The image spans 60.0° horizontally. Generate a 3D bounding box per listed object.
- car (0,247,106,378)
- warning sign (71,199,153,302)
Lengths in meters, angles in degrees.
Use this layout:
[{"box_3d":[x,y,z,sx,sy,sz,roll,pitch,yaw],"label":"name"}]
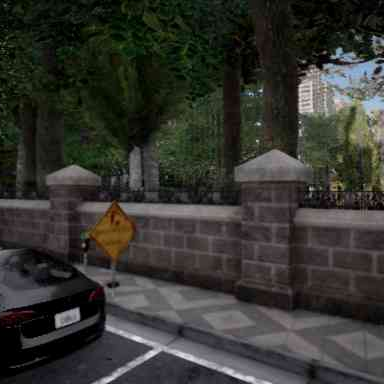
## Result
[{"box_3d":[-3.196,1.554,5.240,4.313,1.339,1.947,0,0,35],"label":"car"},{"box_3d":[-1.648,1.104,6.967,1.060,1.860,1.300,0,0,35],"label":"warning sign"}]
